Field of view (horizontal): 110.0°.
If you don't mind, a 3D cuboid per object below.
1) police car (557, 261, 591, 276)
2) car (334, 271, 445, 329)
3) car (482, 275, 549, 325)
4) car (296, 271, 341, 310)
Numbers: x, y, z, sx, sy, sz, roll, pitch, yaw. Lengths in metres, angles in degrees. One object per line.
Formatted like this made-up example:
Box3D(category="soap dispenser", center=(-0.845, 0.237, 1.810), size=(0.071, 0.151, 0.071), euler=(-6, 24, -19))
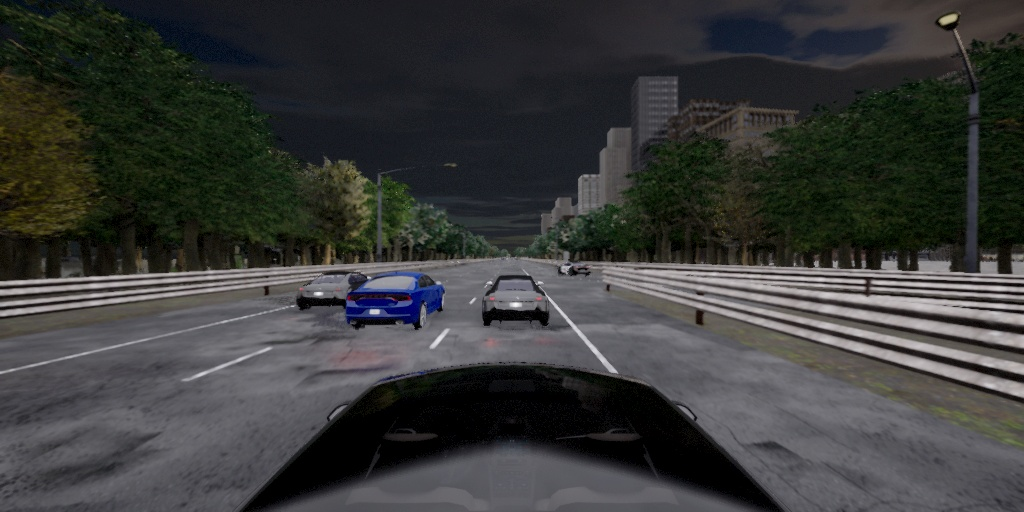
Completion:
Box3D(category="police car", center=(6.359, 1.328, 37.767), size=(2.038, 1.542, 4.974), euler=(0, 0, -15))
Box3D(category="car", center=(-3.398, 1.231, 11.356), size=(1.882, 1.535, 5.008), euler=(0, 0, 0))
Box3D(category="car", center=(0.104, 1.317, 11.895), size=(1.994, 1.385, 4.181), euler=(0, 0, 0))
Box3D(category="car", center=(-6.898, 1.319, 14.797), size=(1.994, 1.385, 4.181), euler=(0, 0, 0))
